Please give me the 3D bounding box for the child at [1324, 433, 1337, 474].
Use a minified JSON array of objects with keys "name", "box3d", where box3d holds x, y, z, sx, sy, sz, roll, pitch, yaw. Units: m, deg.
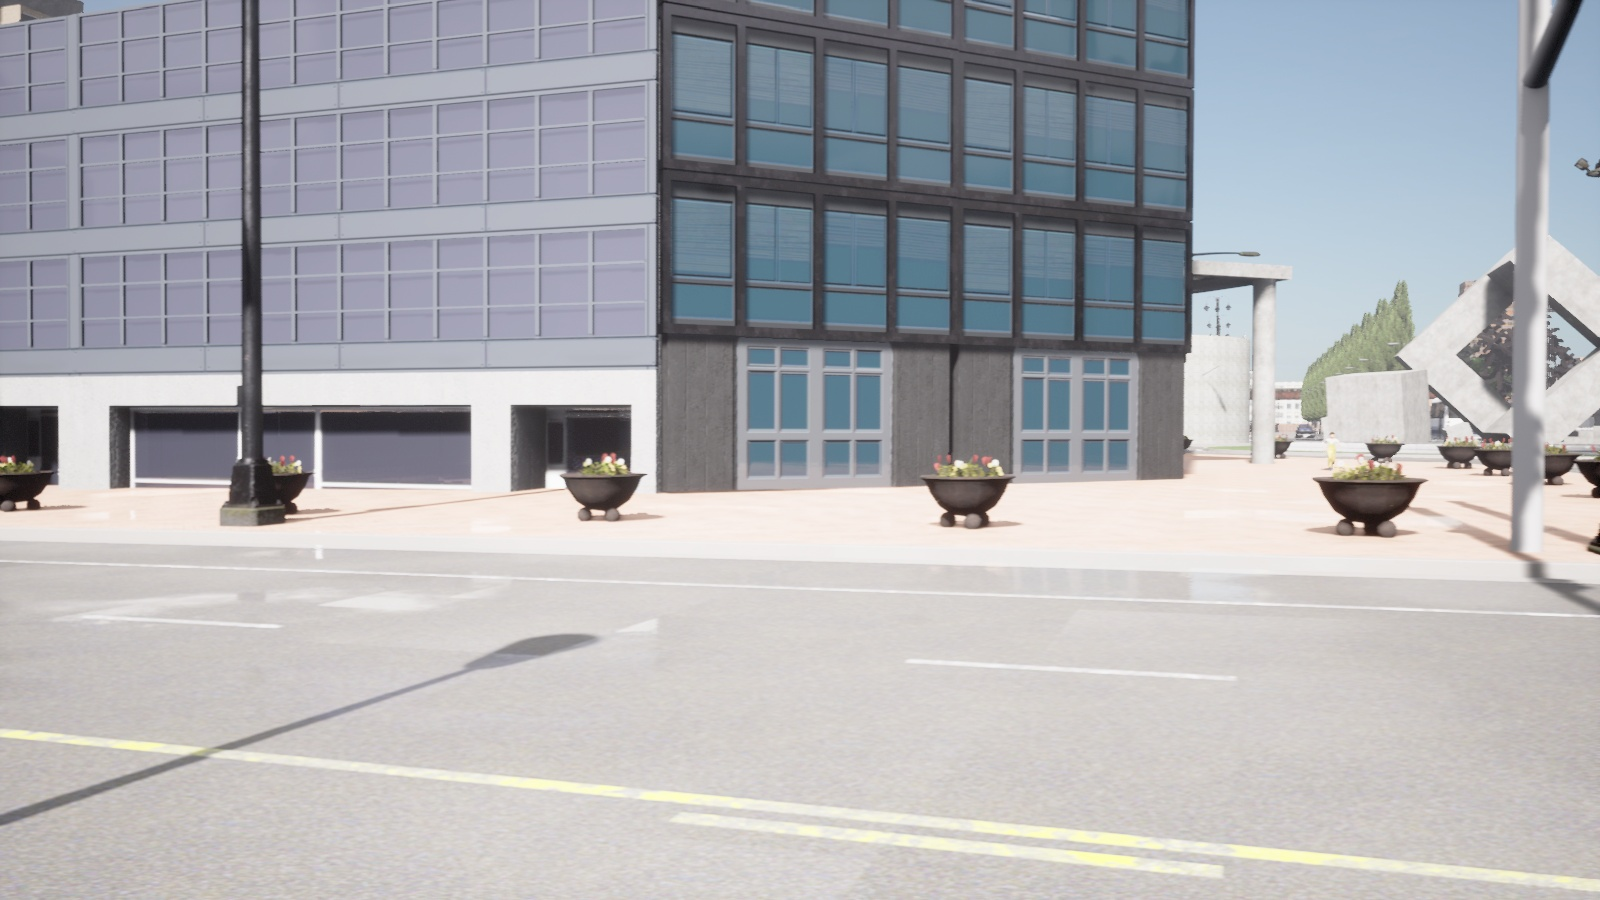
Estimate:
[{"name":"child","box3d":[16.592,0.112,39.289,0.270,1.263,0.437,1,1,12]}]
